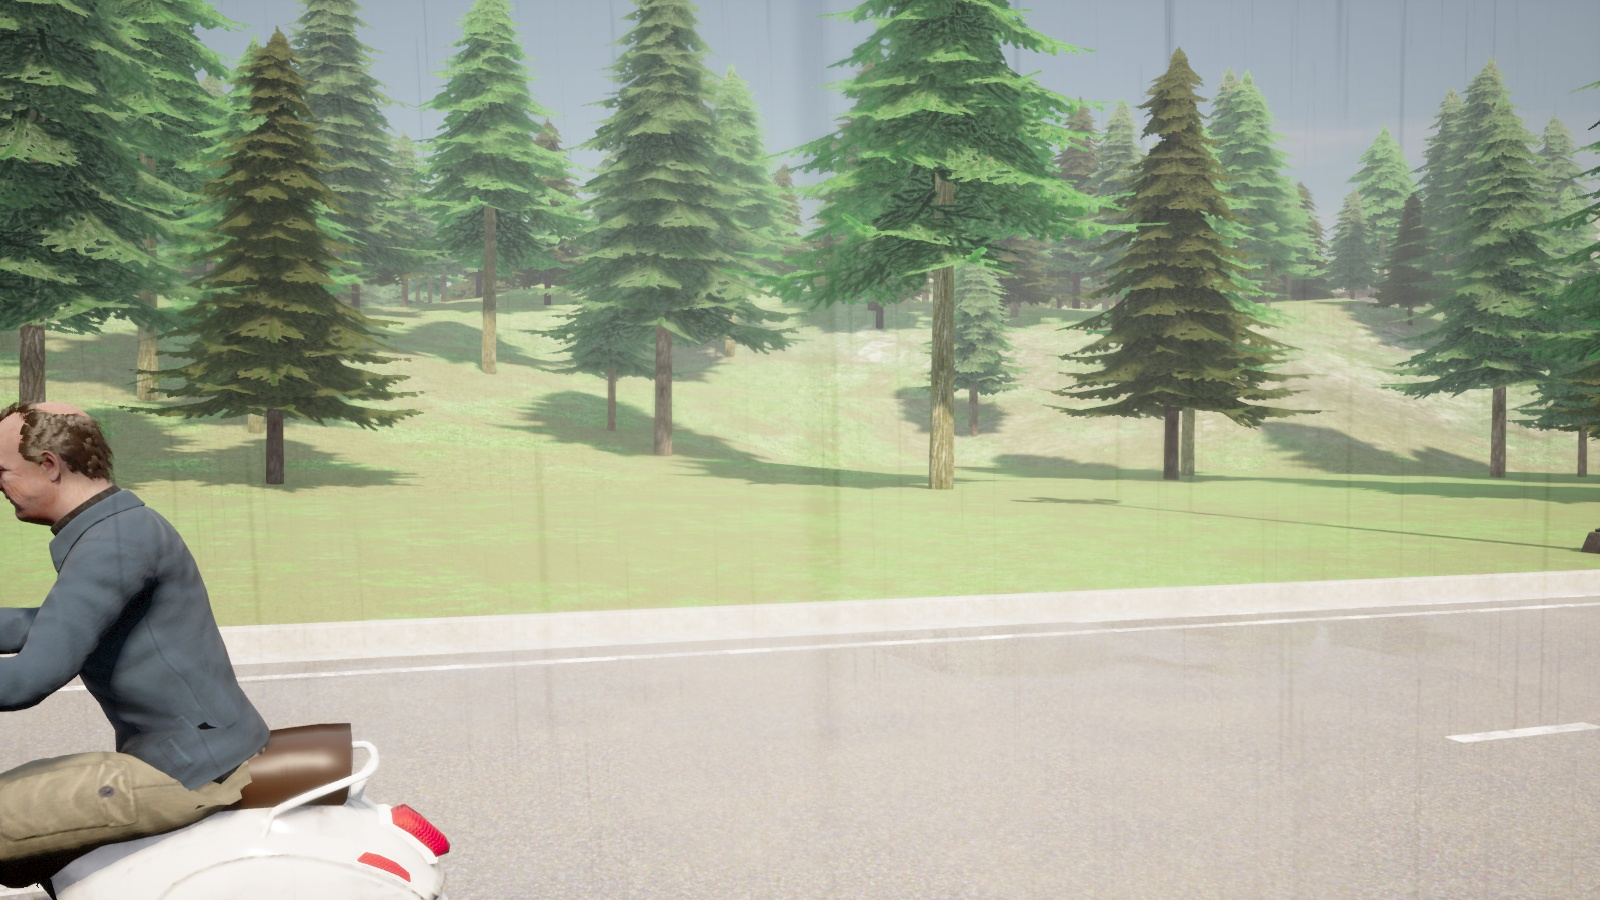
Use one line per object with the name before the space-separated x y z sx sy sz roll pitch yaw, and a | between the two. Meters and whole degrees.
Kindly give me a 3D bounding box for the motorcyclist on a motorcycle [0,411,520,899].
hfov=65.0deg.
motorcyclist on a motorcycle | -1.576 0.726 2.639 1.817 1.590 0.866 -1 1 -21
